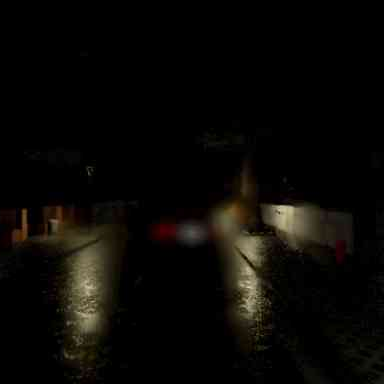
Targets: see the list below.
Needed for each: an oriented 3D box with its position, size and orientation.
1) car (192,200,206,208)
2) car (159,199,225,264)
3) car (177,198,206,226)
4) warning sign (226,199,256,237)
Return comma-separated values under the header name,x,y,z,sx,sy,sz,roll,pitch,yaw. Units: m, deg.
name,x,y,z,sx,sy,sz,roll,pitch,yaw
car,1.441,2.422,66.512,1.882,1.535,5.008,0,-1,12
car,0.007,1.367,12.612,2.150,2.045,5.566,0,0,0
car,0.014,1.561,27.620,2.150,2.045,5.566,0,0,1
warning sign,2.492,1.313,17.100,1.300,1.860,1.060,-1,-2,0
